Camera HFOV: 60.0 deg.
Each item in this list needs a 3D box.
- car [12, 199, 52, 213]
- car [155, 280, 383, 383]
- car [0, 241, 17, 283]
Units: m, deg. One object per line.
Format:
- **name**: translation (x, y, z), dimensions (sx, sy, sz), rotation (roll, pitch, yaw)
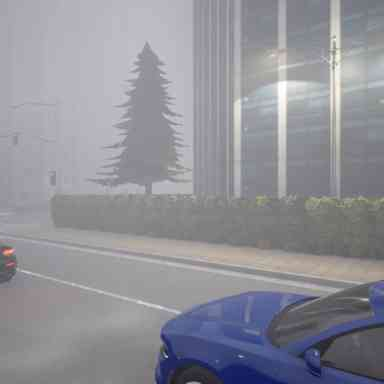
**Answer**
- **car**: translation (-17.212, 1.547, 37.467), dimensions (2.033, 1.411, 5.357), rotation (0, 0, 36)
- **car**: translation (1.923, 1.478, 2.622), dimensions (5.008, 1.535, 1.882), rotation (0, 0, 36)
- **car**: translation (-6.203, 1.526, 8.376), dimensions (4.674, 1.442, 1.812), rotation (0, 0, 36)
